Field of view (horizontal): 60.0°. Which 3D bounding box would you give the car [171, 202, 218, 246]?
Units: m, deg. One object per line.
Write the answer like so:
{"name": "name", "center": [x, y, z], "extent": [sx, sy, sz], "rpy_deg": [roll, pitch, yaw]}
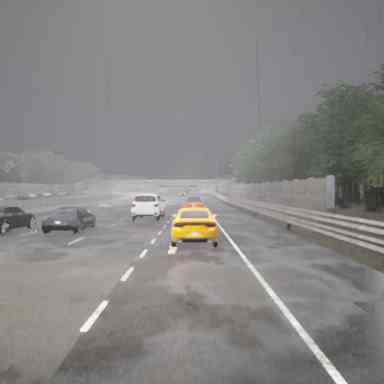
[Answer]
{"name": "car", "center": [0.115, 1.439, 15.093], "extent": [1.882, 1.535, 5.008], "rpy_deg": [0, 0, 0]}

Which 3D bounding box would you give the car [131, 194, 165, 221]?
{"name": "car", "center": [-3.446, 1.157, 26.910], "extent": [2.150, 2.045, 5.566], "rpy_deg": [0, 0, 0]}

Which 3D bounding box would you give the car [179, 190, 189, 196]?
{"name": "car", "center": [-2.654, 0.610, 95.065], "extent": [1.895, 1.301, 4.718], "rpy_deg": [0, 1, 1]}

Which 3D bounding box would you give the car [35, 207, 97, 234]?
{"name": "car", "center": [-6.875, 1.522, 19.052], "extent": [1.994, 1.385, 4.181], "rpy_deg": [0, 0, 0]}

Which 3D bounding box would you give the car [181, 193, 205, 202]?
{"name": "car", "center": [0.190, 1.267, 33.132], "extent": [2.097, 1.767, 4.553], "rpy_deg": [0, 0, 0]}

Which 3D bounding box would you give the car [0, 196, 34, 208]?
{"name": "car", "center": [-24.370, 1.389, 46.498], "extent": [2.128, 1.511, 4.902], "rpy_deg": [0, 0, 1]}

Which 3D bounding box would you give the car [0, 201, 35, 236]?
{"name": "car", "center": [-10.377, 1.468, 18.305], "extent": [1.837, 1.490, 4.892], "rpy_deg": [0, 0, 0]}

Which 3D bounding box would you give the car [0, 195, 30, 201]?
{"name": "car", "center": [-20.952, 1.270, 38.937], "extent": [2.097, 1.767, 4.553], "rpy_deg": [0, 0, 1]}
